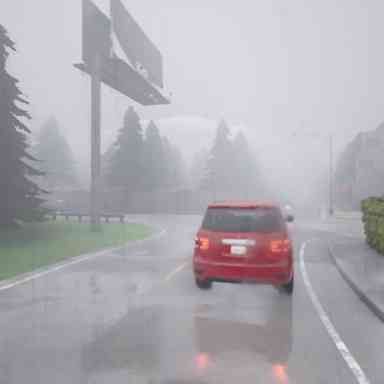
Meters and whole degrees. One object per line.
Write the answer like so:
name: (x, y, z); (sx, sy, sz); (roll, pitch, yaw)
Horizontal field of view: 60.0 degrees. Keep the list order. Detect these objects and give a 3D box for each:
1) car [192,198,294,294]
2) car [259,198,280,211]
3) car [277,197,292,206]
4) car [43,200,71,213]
car: (1.559, 1.222, 9.097); (2.150, 2.045, 5.566); (0, 0, 14)
car: (9.660, 1.530, 41.202); (1.812, 1.442, 4.674); (0, 0, 22)
car: (15.797, 1.607, 56.708); (1.895, 1.301, 4.718); (0, 0, 22)
car: (-13.987, 1.352, 32.418); (4.674, 1.442, 1.812); (0, 0, 20)
